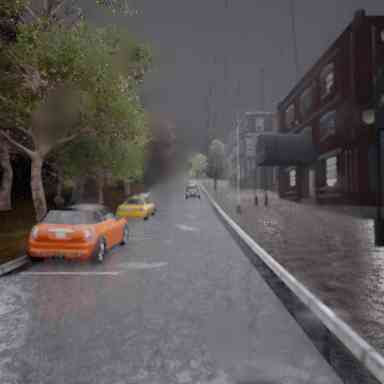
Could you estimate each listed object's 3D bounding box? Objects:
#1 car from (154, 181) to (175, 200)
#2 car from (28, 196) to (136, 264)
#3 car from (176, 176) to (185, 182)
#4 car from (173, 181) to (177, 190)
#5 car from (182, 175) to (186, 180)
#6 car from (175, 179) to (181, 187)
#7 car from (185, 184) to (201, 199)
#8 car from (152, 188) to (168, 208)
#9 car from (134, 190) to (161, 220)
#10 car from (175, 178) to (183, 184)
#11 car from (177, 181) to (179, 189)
[{"bbox_3d":[-3.661,0.006,39.394,2.185,1.767,4.553,0,3,2],"label":"car"},{"bbox_3d":[-3.630,1.187,11.525,2.185,1.767,4.553,2,1,2],"label":"car"},{"bbox_3d":[-3.668,-2.803,89.481,2.097,1.535,5.008,0,3,2],"label":"car"},{"bbox_3d":[-3.663,-0.314,44.956,2.185,1.767,4.553,0,3,2],"label":"car"},{"bbox_3d":[-3.669,-3.387,95.061,2.435,2.045,5.566,0,3,2],"label":"car"},{"bbox_3d":[-3.656,-1.173,61.864,1.946,1.575,5.366,0,3,2],"label":"car"},{"bbox_3d":[0.103,0.084,41.407,2.033,1.411,5.357,0,3,-1],"label":"car"},{"bbox_3d":[-3.639,0.731,28.279,2.231,1.521,4.892,1,3,2],"label":"car"},{"bbox_3d":[-3.635,0.960,22.545,1.946,1.575,5.366,1,2,2],"label":"car"},{"bbox_3d":[-3.664,-1.786,72.834,2.163,1.488,4.792,0,3,2],"label":"car"},{"bbox_3d":[-3.662,-0.510,50.550,2.231,1.521,4.892,0,3,2],"label":"car"}]
